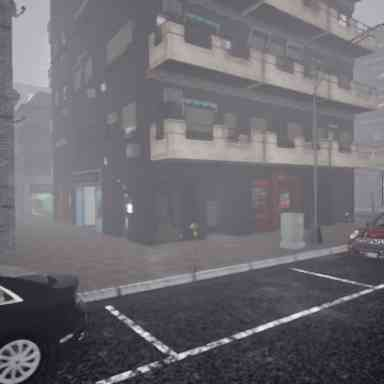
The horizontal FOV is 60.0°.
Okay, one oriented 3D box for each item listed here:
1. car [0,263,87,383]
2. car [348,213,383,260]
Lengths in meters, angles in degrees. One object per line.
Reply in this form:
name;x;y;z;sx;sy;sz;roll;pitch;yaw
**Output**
car;-3.444;1.554;3.653;4.403;1.369;2.008;0;-1;-35
car;7.125;1.393;11.352;4.097;1.590;1.967;0;-1;-35
